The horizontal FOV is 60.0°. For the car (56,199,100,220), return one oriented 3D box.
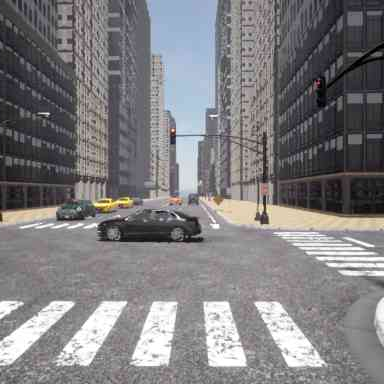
[{"bbox_3d":[-9.766,1.374,28.275,2.097,1.767,4.553,0,0,0],"label":"car"}]

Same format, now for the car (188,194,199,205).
[{"bbox_3d":[0.279,1.606,60.193,1.837,1.490,4.892,0,0,0],"label":"car"}]

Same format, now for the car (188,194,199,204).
[{"bbox_3d":[0.282,1.361,70.401,2.150,2.045,5.566,0,0,0],"label":"car"}]

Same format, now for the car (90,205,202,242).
[{"bbox_3d":[-1.962,1.511,15.743,4.892,1.490,1.837,0,0,3],"label":"car"}]

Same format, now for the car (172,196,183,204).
[{"bbox_3d":[-2.970,1.633,70.170,2.128,1.511,4.902,0,0,0],"label":"car"}]

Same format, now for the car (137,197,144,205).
[{"bbox_3d":[-9.634,1.640,57.791,2.033,1.411,5.357,0,0,1],"label":"car"}]

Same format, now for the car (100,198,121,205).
[{"bbox_3d":[-9.741,1.516,37.462,1.882,1.535,5.008,0,0,0],"label":"car"}]

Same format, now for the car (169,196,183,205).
[{"bbox_3d":[-2.971,1.452,59.982,2.097,1.767,4.553,0,0,0],"label":"car"}]

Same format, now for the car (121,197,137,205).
[{"bbox_3d":[-9.704,1.540,47.680,1.882,1.535,5.008,0,0,0],"label":"car"}]
